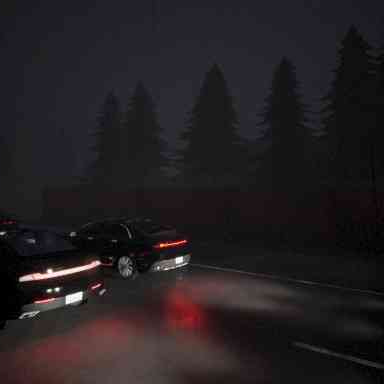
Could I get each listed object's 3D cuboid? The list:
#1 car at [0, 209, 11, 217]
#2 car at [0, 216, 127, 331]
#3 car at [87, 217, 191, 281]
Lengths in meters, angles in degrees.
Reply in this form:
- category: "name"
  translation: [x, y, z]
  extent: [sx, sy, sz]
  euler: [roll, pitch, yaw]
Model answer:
- category: "car"
  translation: [-9.937, 1.505, 15.451]
  extent: [4.892, 1.490, 1.837]
  euler: [0, 0, 36]
- category: "car"
  translation: [-3.866, 1.492, 6.777]
  extent: [4.902, 1.511, 2.128]
  euler: [0, 0, 36]
- category: "car"
  translation: [-2.298, 1.505, 9.962]
  extent: [4.892, 1.490, 1.837]
  euler: [0, 0, 36]
